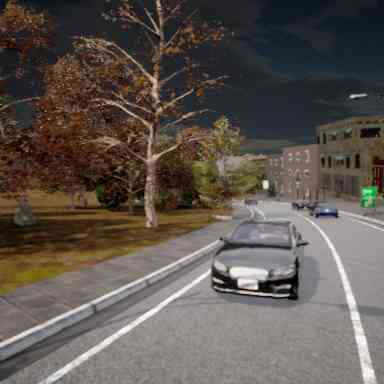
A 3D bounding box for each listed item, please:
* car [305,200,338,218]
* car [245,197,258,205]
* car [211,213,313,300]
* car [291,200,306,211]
[{"bbox_3d":[11.921,1.568,30.342,1.994,1.385,4.181,-1,0,11],"label":"car"},{"bbox_3d":[11.178,1.736,62.814,1.837,1.490,4.892,-2,-1,-1],"label":"car"},{"bbox_3d":[1.910,1.496,8.629,2.128,1.511,4.902,0,0,20],"label":"car"},{"bbox_3d":[13.758,1.620,41.749,1.895,1.301,4.718,-1,0,7],"label":"car"}]
